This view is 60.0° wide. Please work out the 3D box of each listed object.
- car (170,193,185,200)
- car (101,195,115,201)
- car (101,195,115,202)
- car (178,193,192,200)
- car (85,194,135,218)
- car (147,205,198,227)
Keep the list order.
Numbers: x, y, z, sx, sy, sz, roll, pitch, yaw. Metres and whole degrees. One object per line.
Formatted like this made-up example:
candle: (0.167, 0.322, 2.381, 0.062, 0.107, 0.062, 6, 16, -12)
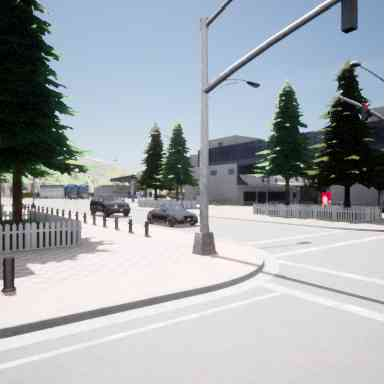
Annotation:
car: (-3.884, 1.108, 86.005, 1.932, 1.855, 4.605, 0, 0, -37)
car: (-20.919, 1.397, 82.782, 1.970, 1.475, 3.806, 0, 0, -37)
car: (-18.893, 1.386, 75.046, 1.845, 1.501, 3.633, 0, 0, -37)
car: (-1.796, 1.088, 88.067, 1.905, 1.878, 3.866, 0, 0, -37)
car: (-7.851, 1.236, 31.390, 2.150, 2.045, 5.566, 0, 0, -37)
car: (-1.416, 1.578, 22.872, 1.994, 1.385, 4.181, 0, 0, -37)
